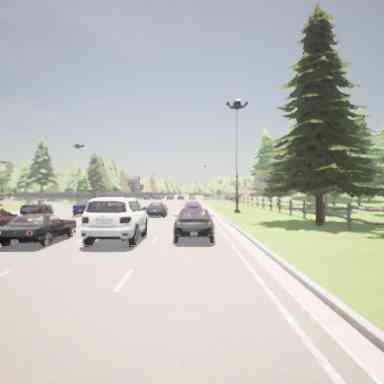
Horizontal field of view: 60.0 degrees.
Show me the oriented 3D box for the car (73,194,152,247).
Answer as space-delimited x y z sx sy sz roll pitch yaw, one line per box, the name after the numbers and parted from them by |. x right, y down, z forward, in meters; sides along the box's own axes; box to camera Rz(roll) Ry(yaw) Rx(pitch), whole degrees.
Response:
-3.403 1.272 15.525 2.150 2.045 5.566 0 0 0 | car

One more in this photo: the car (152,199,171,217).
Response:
-3.403 1.668 32.440 1.994 1.385 4.181 0 0 0 | car

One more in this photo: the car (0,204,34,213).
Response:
-10.415 1.582 17.409 1.812 1.442 4.674 0 0 0 | car

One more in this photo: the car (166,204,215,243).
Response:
0.096 1.545 16.438 2.128 1.511 4.902 0 0 0 | car

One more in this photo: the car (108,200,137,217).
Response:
-6.902 1.585 33.438 1.882 1.535 5.008 0 0 0 | car

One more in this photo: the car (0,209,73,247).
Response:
-6.903 1.650 15.198 1.895 1.301 4.718 0 0 0 | car

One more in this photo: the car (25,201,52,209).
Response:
-14.811 1.594 31.832 2.128 1.511 4.902 0 0 -8 | car

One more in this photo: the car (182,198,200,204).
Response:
0.086 1.632 32.906 1.812 1.442 4.674 0 0 0 | car
